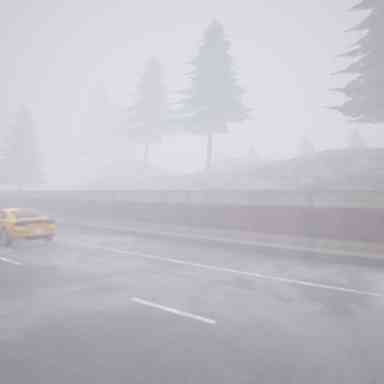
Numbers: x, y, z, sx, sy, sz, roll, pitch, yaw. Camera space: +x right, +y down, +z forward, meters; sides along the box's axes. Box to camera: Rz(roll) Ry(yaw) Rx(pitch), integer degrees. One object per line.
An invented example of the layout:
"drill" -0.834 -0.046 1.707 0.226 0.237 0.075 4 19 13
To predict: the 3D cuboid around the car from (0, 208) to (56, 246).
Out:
"car" -8.190 1.472 15.433 5.008 1.535 1.882 0 0 42
